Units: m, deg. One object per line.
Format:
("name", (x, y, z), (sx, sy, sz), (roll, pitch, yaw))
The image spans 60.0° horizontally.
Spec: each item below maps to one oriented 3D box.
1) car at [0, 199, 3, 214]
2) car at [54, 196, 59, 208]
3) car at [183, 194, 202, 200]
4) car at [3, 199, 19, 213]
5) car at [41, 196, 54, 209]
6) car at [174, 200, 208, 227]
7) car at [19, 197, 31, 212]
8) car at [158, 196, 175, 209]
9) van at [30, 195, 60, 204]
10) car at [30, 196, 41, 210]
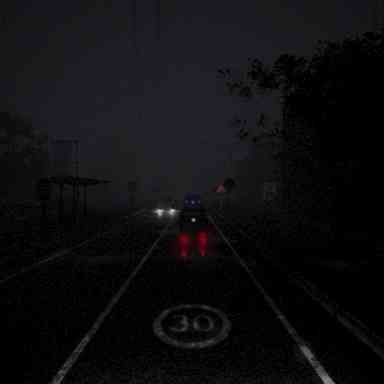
("car", (-22.133, 1.456, 33.407), (4.553, 1.767, 2.185), (0, 0, 0))
("car", (-22.150, 1.654, 47.284), (4.792, 1.488, 2.163), (0, 0, 0))
("car", (0.102, 1.225, 40.787), (2.150, 2.045, 5.566), (0, 0, 0))
("car", (-22.111, 1.589, 36.183), (5.008, 1.535, 2.097), (0, 0, 0))
("car", (-21.931, 1.613, 44.507), (5.366, 1.575, 1.946), (0, 0, 0))
("car", (0.100, 1.556, 23.422), (2.128, 1.511, 4.902), (0, 0, 0))
("car", (-22.103, 1.599, 38.958), (4.892, 1.521, 2.231), (0, 0, 0))
("car", (-3.333, 1.344, 44.204), (2.097, 1.767, 4.553), (0, 0, 0))
("van", (-22.007, 1.408, 50.059), (4.442, 1.987, 1.878), (0, 0, 0))
("car", (-22.142, 1.636, 41.732), (4.792, 1.488, 2.163), (0, 0, 0))
